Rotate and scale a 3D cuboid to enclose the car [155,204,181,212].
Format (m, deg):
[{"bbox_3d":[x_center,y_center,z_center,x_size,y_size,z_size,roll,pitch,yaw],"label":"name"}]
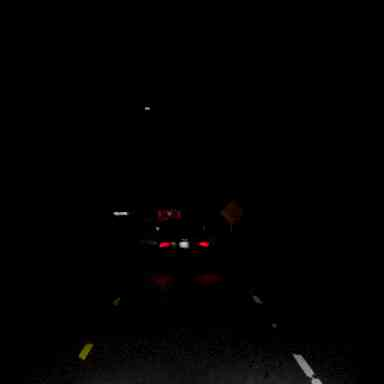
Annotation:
[{"bbox_3d":[-2.087,1.793,28.598,2.097,1.767,4.553,0,-1,-8],"label":"car"}]

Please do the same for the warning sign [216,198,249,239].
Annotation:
[{"bbox_3d":[2.015,1.316,16.769,1.300,1.860,1.060,3,2,-5],"label":"warning sign"}]

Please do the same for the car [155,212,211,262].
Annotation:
[{"bbox_3d":[-0.395,1.692,12.646,2.033,1.411,5.357,0,-1,-4],"label":"car"}]

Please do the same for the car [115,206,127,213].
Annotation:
[{"bbox_3d":[-13.490,3.213,62.991,1.895,1.301,4.718,-1,-2,-18],"label":"car"}]
